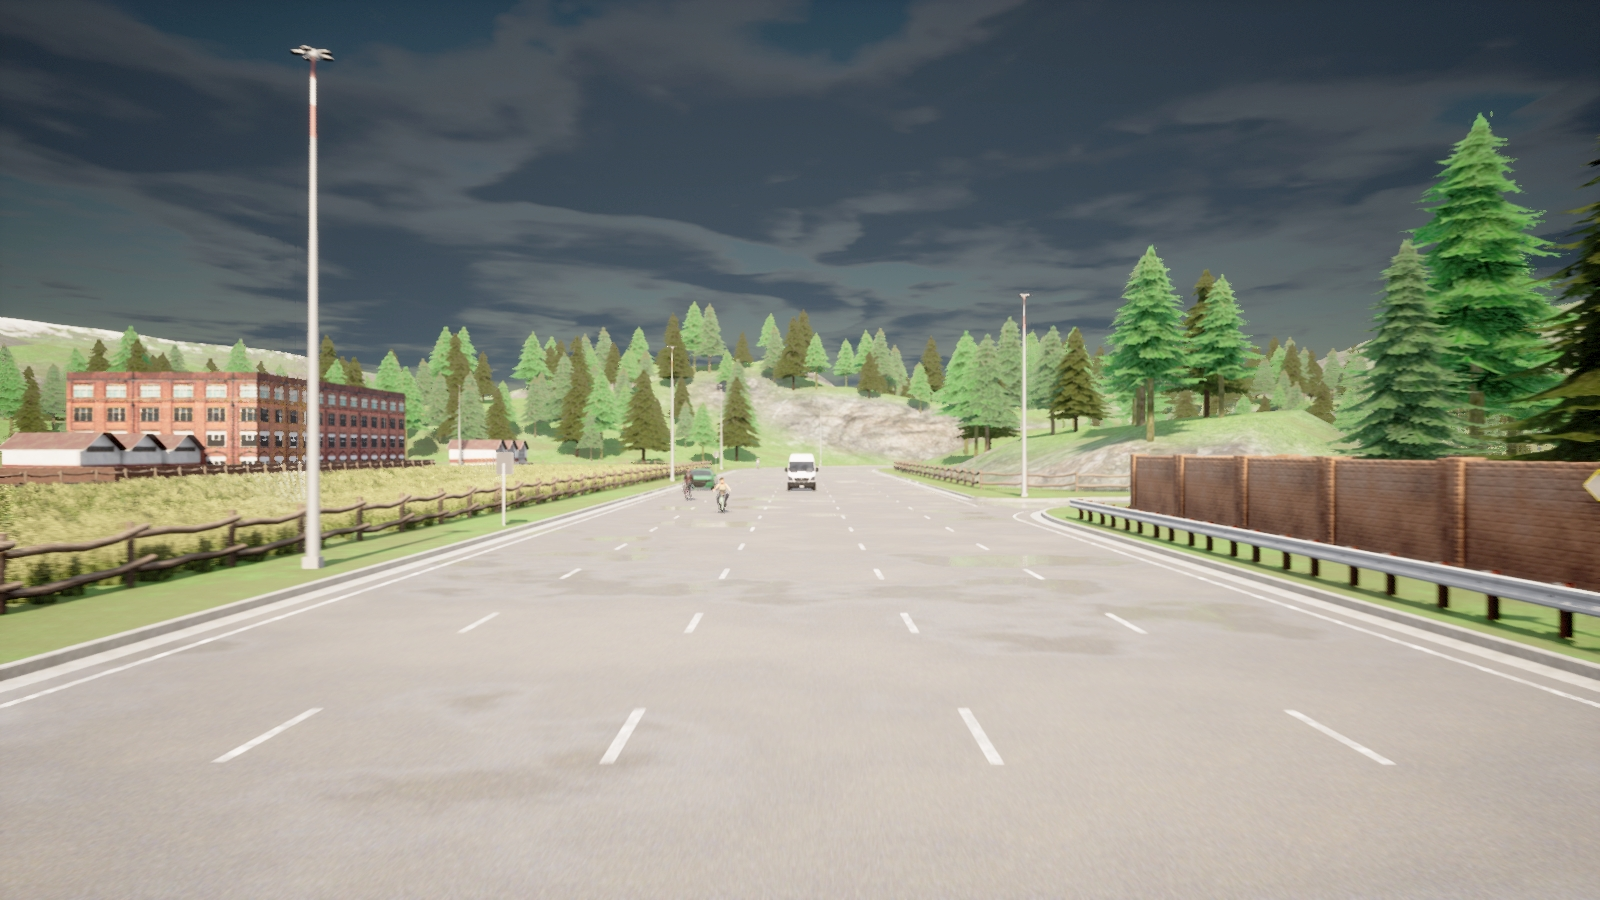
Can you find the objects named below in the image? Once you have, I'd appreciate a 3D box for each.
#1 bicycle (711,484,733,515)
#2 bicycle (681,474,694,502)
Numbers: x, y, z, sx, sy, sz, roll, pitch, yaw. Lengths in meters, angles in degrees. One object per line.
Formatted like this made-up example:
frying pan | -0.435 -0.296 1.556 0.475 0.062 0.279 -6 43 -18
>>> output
bicycle | -3.420 2.170 50.156 0.859 1.276 1.487 0 0 0
bicycle | -6.219 2.076 63.030 0.329 1.471 1.835 1 0 7
